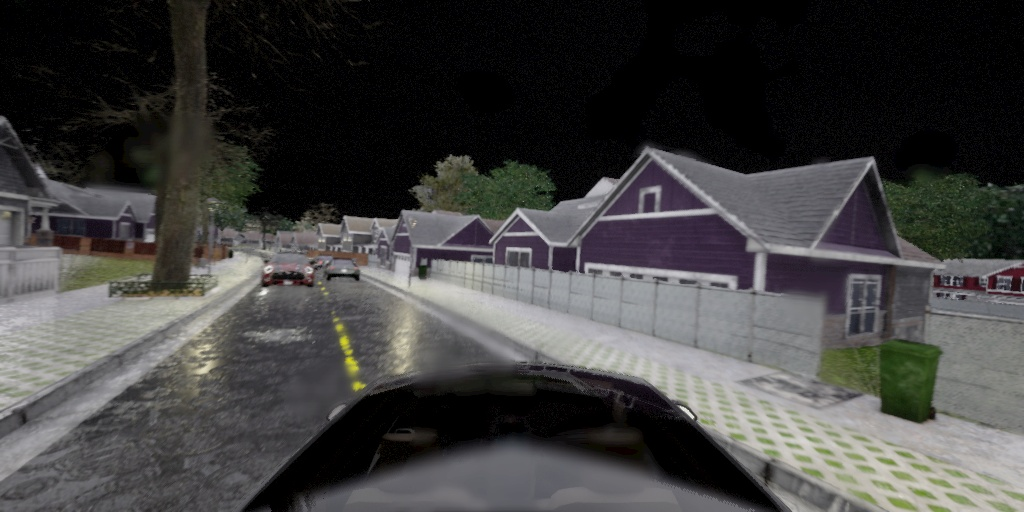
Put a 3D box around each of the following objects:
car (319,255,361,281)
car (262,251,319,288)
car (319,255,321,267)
[{"bbox_3d":[-11.266,0.812,23.641,1.994,1.385,4.181,3,0,-31],"label":"car"},{"bbox_3d":[-11.177,0.578,18.054,2.097,1.767,4.553,3,0,-31],"label":"car"},{"bbox_3d":[-17.127,0.573,32.872,2.033,1.411,5.357,3,0,-33],"label":"car"}]
